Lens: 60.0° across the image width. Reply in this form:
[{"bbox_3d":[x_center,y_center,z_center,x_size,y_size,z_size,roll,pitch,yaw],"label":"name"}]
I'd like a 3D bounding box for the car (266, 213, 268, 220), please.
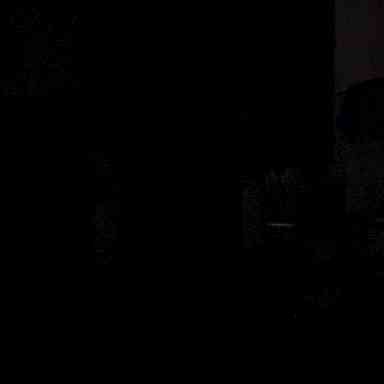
[{"bbox_3d":[3.616,1.526,25.284,1.812,1.442,4.674,0,0,-35],"label":"car"}]
